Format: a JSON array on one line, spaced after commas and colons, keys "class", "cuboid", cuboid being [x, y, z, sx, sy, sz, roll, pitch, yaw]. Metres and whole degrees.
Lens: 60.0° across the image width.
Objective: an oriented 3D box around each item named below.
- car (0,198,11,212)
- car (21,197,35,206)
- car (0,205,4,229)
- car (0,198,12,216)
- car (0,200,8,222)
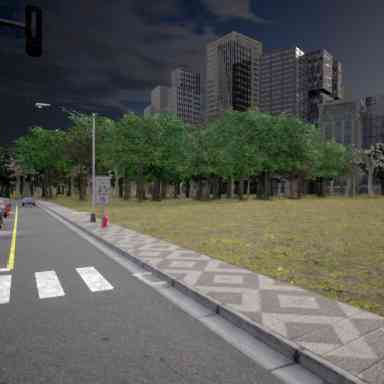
[{"class": "car", "cuboid": [-22.088, 1.454, 38.687, 1.837, 1.490, 4.892, 0, 0, -28]}, {"class": "car", "cuboid": [-26.232, 1.474, 53.301, 2.033, 1.411, 5.357, 0, 0, -29]}, {"class": "car", "cuboid": [-8.784, 1.475, 12.959, 2.128, 1.511, 4.902, 0, 0, -27]}, {"class": "car", "cuboid": [-17.353, 1.442, 29.542, 1.882, 1.535, 5.008, 0, 0, -27]}, {"class": "car", "cuboid": [-13.026, 1.480, 21.140, 1.837, 1.490, 4.892, 0, 0, -27]}]
